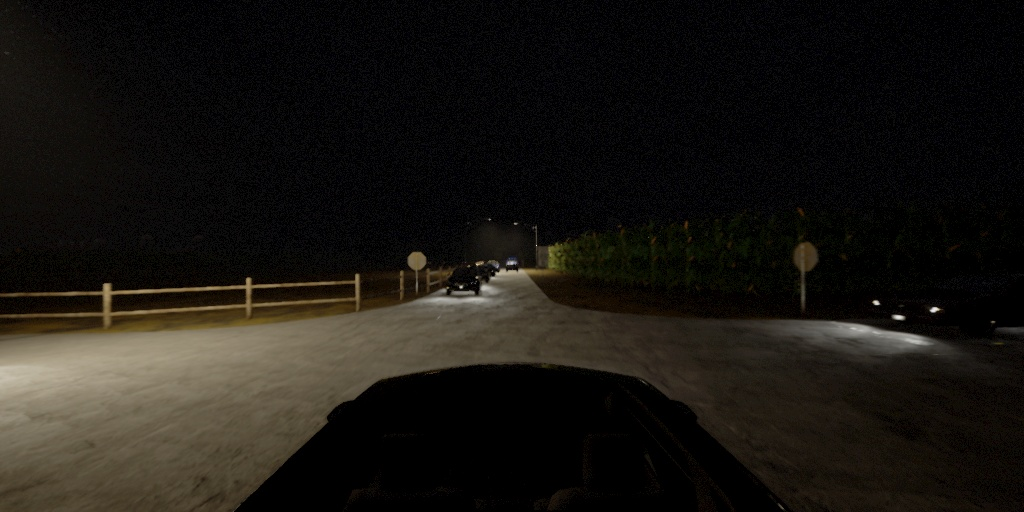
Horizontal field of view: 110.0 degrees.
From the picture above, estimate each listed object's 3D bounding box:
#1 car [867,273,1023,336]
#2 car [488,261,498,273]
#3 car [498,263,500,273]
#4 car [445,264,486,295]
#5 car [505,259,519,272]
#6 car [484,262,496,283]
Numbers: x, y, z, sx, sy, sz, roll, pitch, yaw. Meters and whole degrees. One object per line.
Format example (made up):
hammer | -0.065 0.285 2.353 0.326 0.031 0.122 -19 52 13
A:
car | 12.548 1.140 9.149 5.357 1.411 2.033 -1 -1 1
car | -2.825 1.581 40.494 1.812 1.442 4.674 0 0 0
car | -2.798 1.454 51.296 2.097 1.767 4.553 0 0 0
car | -2.793 1.434 21.631 1.837 1.490 4.892 0 0 -2
car | 0.014 1.603 53.067 2.128 1.511 4.902 0 0 0
car | -2.844 1.491 31.240 2.128 1.511 4.902 0 0 0
